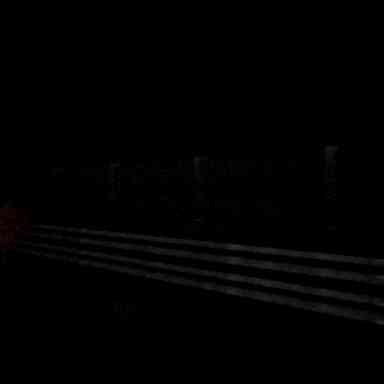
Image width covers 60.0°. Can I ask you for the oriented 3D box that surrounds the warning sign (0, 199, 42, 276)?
[{"bbox_3d":[-4.918,1.140,8.771,1.060,1.860,1.300,3,-1,36],"label":"warning sign"}]
